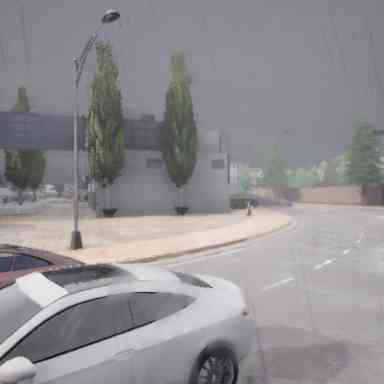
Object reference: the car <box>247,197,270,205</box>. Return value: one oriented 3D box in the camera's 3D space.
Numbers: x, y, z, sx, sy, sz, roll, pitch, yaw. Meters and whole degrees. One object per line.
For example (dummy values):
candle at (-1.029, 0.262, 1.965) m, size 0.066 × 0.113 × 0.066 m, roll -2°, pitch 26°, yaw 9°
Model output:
car at (12.939, 1.778, 65.229) m, size 2.033 × 1.411 × 5.357 m, roll 0°, pitch 0°, yaw -18°

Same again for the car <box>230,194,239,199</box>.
car at (9.718, 1.847, 75.311) m, size 2.033 × 1.411 × 5.357 m, roll 0°, pitch 0°, yaw -18°

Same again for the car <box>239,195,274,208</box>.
car at (9.905, 1.411, 51.523) m, size 2.150 × 2.045 × 5.566 m, roll 0°, pitch -1°, yaw -16°

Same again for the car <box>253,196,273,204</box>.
car at (14.935, 1.719, 70.482) m, size 1.882 × 1.535 × 5.008 m, roll 0°, pitch 0°, yaw -18°

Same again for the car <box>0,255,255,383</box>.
car at (-1.322, 1.557, 3.317) m, size 4.674 × 1.442 × 1.812 m, roll 0°, pitch 0°, yaw -39°

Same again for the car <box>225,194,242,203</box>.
car at (10.480, 1.572, 84.430) m, size 2.150 × 2.045 × 5.566 m, roll 0°, pitch 0°, yaw -16°

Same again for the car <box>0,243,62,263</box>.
car at (-3.899, 1.628, 5.726) m, size 4.181 × 1.385 × 1.994 m, roll 0°, pitch 0°, yaw -39°

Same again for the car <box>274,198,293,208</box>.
car at (13.654, 1.678, 51.019) m, size 1.812 × 1.442 × 4.674 m, roll 0°, pitch 0°, yaw -15°
